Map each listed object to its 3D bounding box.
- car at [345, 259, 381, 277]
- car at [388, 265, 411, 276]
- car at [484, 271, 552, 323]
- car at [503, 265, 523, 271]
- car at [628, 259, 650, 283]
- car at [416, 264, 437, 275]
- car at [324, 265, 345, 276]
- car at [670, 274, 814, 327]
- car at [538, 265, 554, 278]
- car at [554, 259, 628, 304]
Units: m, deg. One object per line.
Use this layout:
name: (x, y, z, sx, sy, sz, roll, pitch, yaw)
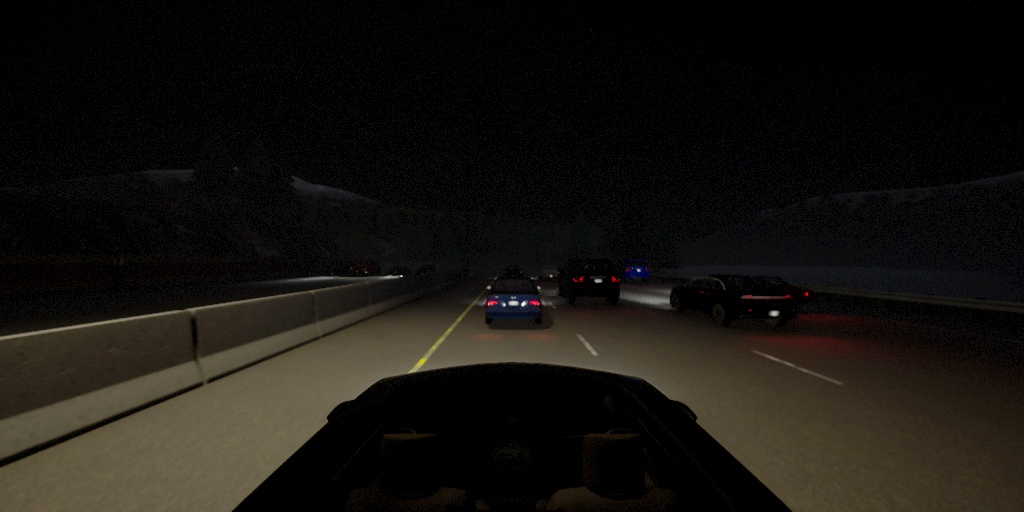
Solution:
car: (-17.705, 1.431, 43.631, 2.150, 2.045, 5.566, 0, -1, -2)
car: (-14.307, 1.798, 45.825, 1.994, 1.385, 4.181, 0, -1, -2)
car: (0.063, 1.419, 12.727, 2.033, 1.411, 5.357, 0, -1, 0)
car: (0.083, 1.645, 35.283, 1.812, 1.442, 4.674, 0, 0, 0)
car: (10.582, 1.313, 32.549, 2.150, 2.045, 5.566, 0, 0, 0)
car: (-10.750, 1.779, 45.547, 2.033, 1.411, 5.357, 0, -1, -2)
car: (-21.221, 1.817, 44.259, 1.895, 1.301, 4.718, 0, -1, -2)
car: (7.057, 1.357, 12.053, 2.128, 1.511, 4.902, 0, -1, 0)
car: (3.583, 1.644, 35.205, 1.812, 1.442, 4.674, 0, 0, 0)
car: (3.583, 1.147, 17.537, 2.150, 2.045, 5.566, 0, 0, 0)
